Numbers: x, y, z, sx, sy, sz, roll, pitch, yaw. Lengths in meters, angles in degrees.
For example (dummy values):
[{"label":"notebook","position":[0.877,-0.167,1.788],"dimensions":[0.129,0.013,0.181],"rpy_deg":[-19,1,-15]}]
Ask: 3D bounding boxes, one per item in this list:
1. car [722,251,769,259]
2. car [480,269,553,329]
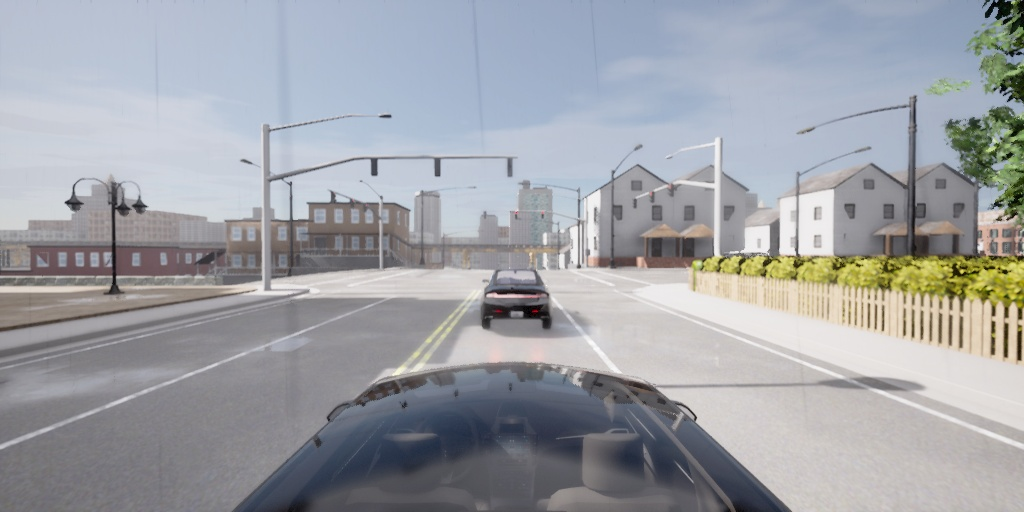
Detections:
[{"label":"car","position":[19.228,0.592,30.871],"dimensions":[5.566,2.045,2.150],"rpy_deg":[0,1,-1]},{"label":"car","position":[0.109,1.123,10.785],"dimensions":[2.128,1.511,4.902],"rpy_deg":[0,1,0]}]
